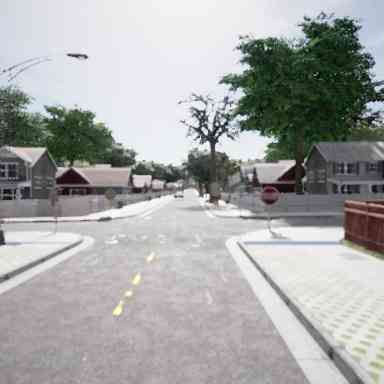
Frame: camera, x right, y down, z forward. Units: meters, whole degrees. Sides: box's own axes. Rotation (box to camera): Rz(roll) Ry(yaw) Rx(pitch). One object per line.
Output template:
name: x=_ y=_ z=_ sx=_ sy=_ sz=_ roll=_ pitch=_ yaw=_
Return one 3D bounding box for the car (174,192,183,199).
car: x=-2.733 y=0.675 z=69.228 sx=2.033 sy=1.411 sz=5.357 roll=0 pitch=0 yaw=0
